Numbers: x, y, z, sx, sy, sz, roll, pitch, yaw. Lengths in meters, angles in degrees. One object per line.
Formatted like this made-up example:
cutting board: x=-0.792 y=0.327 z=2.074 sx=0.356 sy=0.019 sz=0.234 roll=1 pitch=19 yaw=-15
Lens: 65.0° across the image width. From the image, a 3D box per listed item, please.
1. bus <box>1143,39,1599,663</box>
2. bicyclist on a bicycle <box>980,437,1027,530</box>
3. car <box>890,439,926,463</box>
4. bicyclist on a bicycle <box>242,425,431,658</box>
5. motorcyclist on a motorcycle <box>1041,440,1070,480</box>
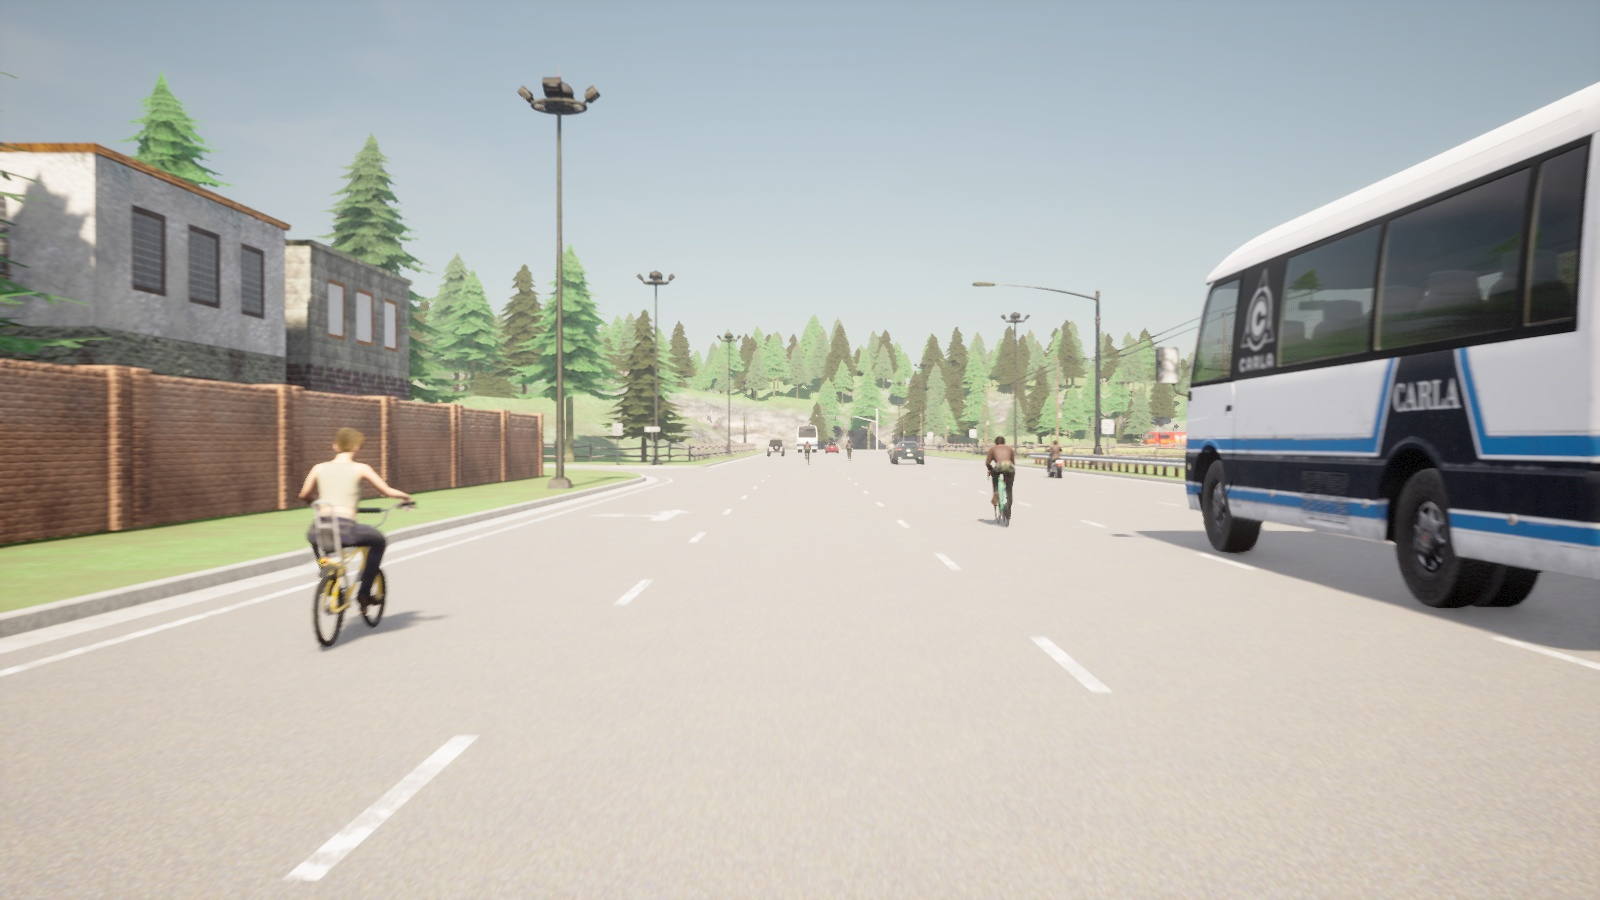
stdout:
bus: x=7.094 y=-0.700 z=13.699 sx=3.944 sy=4.253 sz=10.273 roll=0 pitch=0 yaw=0
bicyclist on a bicycle: x=3.643 y=0.577 z=22.580 sx=0.582 sy=1.620 sz=1.656 roll=0 pitch=0 yaw=0
car: x=7.515 y=0.041 z=87.947 sx=2.152 sy=1.651 sz=5.027 roll=0 pitch=0 yaw=0
bicyclist on a bicycle: x=-3.427 y=0.628 z=9.444 sx=0.866 sy=1.612 sz=1.509 roll=0 pitch=0 yaw=0
motorcyclist on a motorcycle: x=10.818 y=0.409 z=53.240 sx=0.766 sy=1.649 sz=2.350 roll=0 pitch=0 yaw=0
